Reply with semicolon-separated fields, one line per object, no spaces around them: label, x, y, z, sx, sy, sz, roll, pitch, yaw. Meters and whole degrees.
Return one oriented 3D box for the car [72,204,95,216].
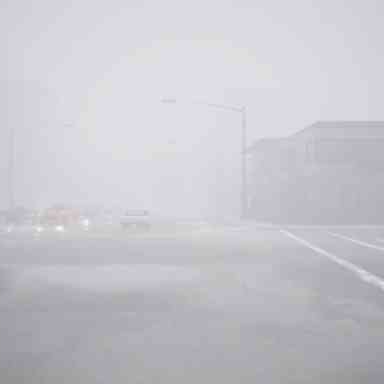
car;-15.532;2.547;47.821;1.882;1.535;5.008;0;-2;-2

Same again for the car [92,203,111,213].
car;-15.901;2.793;58.663;2.097;1.767;4.553;0;-2;-2

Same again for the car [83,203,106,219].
car;-11.678;2.209;37.632;2.128;1.511;4.902;0;-2;-2

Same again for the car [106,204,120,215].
car;-12.022;2.596;47.933;1.812;1.442;4.674;0;-2;-2

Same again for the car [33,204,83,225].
car;-11.357;1.817;28.589;2.097;1.767;4.553;0;-1;-2

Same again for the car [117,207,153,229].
car;-4.031;1.974;24.915;1.895;1.301;4.718;0;-1;-2

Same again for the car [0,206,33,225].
car;-14.858;1.955;28.480;2.128;1.511;4.902;0;-1;-2

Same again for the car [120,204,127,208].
car;-12.398;2.943;58.641;1.837;1.490;4.892;0;-2;-2

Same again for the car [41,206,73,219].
car;-15.183;2.324;37.741;1.895;1.301;4.718;0;-2;-2
